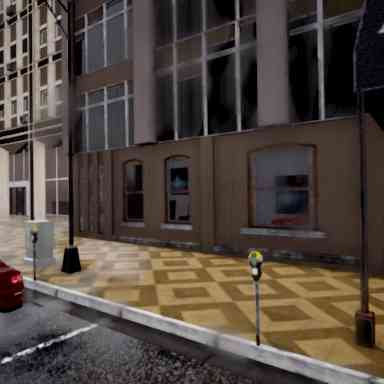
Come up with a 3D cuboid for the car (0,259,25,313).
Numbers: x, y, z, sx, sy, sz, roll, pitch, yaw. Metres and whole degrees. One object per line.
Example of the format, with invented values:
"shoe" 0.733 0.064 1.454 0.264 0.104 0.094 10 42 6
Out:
"car" -4.804 1.582 6.322 4.206 1.307 1.802 0 -1 36
